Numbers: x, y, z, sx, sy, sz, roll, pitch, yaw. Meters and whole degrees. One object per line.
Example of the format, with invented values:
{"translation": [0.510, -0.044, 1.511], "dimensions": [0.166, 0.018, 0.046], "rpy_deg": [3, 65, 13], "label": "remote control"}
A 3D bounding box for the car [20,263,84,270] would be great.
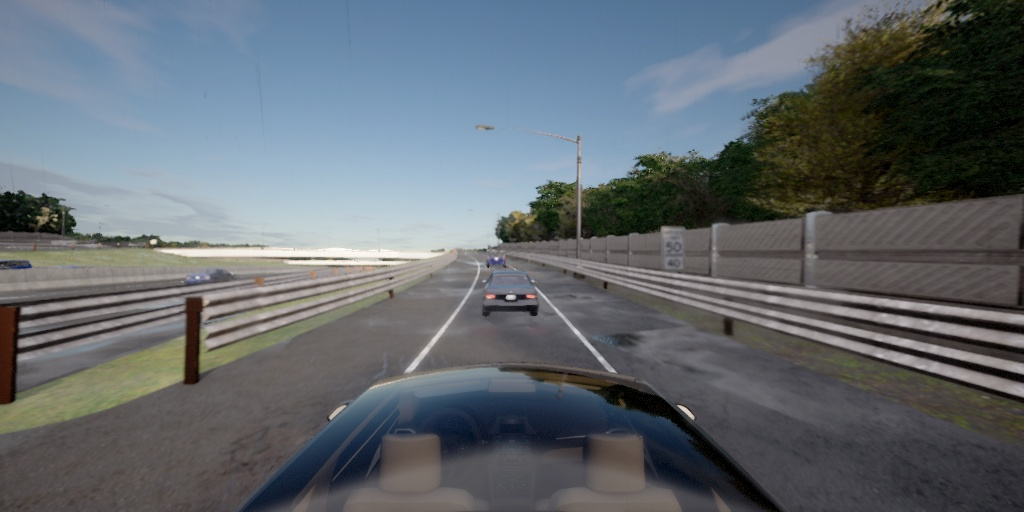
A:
{"translation": [-40.331, 1.645, 32.313], "dimensions": [1.882, 1.535, 5.008], "rpy_deg": [1, -1, -18], "label": "car"}

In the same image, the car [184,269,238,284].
{"translation": [-24.460, 1.732, 29.377], "dimensions": [2.033, 1.411, 5.357], "rpy_deg": [1, -1, -18], "label": "car"}

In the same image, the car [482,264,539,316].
{"translation": [-0.104, 1.215, 13.017], "dimensions": [2.033, 1.411, 5.357], "rpy_deg": [0, 1, -2], "label": "car"}

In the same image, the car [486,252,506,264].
{"translation": [-1.832, 0.305, 39.861], "dimensions": [2.097, 1.767, 4.553], "rpy_deg": [0, 2, -5], "label": "car"}

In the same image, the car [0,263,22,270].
{"translation": [-43.026, 1.585, 29.266], "dimensions": [2.128, 1.511, 4.902], "rpy_deg": [1, -1, -18], "label": "car"}

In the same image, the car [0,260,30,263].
{"translation": [-48.017, 1.363, 33.336], "dimensions": [2.150, 2.045, 5.566], "rpy_deg": [1, -1, -18], "label": "car"}
